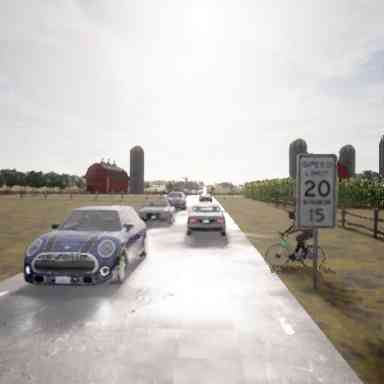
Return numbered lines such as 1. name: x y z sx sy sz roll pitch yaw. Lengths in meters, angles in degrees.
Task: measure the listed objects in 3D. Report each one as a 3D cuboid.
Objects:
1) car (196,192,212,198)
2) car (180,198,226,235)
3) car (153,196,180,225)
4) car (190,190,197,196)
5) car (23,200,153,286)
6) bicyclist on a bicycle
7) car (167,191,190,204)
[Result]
1. car: 1.867 0.875 45.860 1.895 1.301 4.718 0 1 2
2. car: 0.707 1.265 16.691 2.033 1.411 5.357 0 1 2
3. car: -2.084 1.193 20.652 1.994 1.385 4.181 0 1 2
4. car: 0.304 0.252 78.026 2.128 1.511 4.902 0 0 2
5. car: -2.551 1.176 9.046 2.097 1.767 4.553 0 1 2
6. bicyclist on a bicycle: 2.911 1.346 9.291 1.656 1.620 0.582 3 1 2
7. car: -1.586 0.791 32.137 2.097 1.767 4.553 0 1 3
